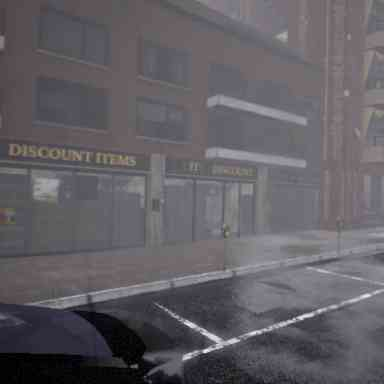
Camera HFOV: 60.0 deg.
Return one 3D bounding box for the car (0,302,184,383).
[{"bbox_3d":[-2.231,1.483,1.477,4.902,1.511,2.128,1,0,-36],"label":"car"}]
